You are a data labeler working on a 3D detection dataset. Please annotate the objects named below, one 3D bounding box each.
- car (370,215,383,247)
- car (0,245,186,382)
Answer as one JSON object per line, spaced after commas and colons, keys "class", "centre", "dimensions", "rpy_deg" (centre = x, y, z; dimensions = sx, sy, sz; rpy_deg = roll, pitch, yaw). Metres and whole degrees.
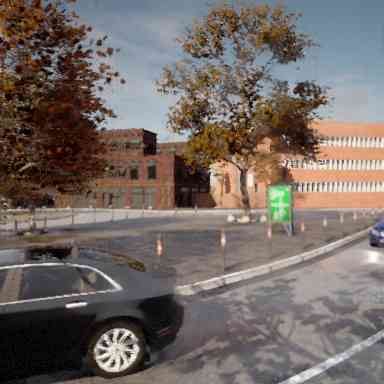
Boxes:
{"class": "car", "centre": [9.051, 1.525, 14.294], "dimensions": [1.812, 1.442, 4.674], "rpy_deg": [-1, 0, 40]}
{"class": "car", "centre": [-2.515, 1.540, 4.413], "dimensions": [4.892, 1.490, 1.837], "rpy_deg": [0, 1, -19]}
